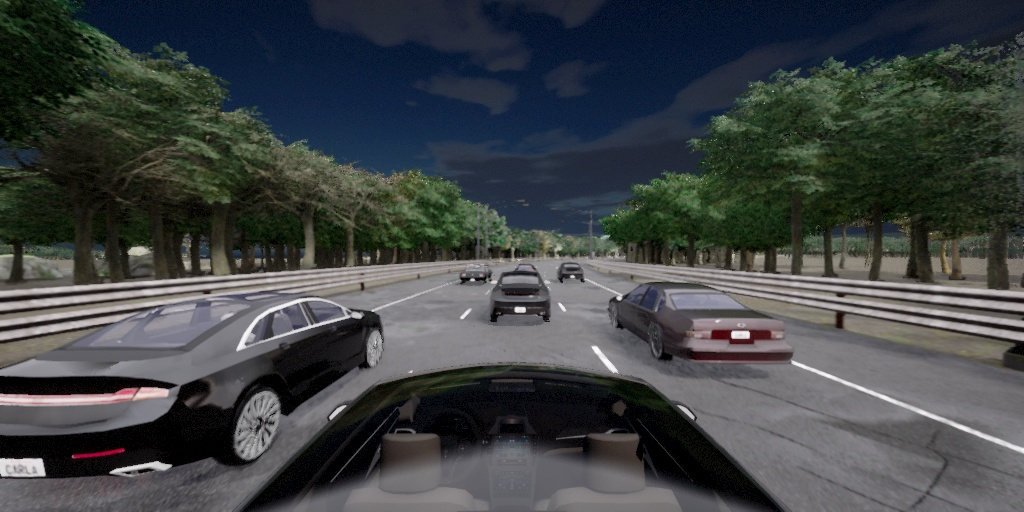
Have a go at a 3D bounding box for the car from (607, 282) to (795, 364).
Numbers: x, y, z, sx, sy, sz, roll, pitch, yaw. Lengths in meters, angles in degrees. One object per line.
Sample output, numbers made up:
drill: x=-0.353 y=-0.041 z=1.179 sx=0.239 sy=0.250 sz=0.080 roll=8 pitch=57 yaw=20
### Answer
car: x=3.684 y=1.302 z=8.217 sx=2.033 sy=1.411 sz=5.357 roll=0 pitch=0 yaw=1

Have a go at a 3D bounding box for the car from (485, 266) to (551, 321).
car: x=0.297 y=1.255 z=12.447 sx=1.837 sy=1.490 sz=4.892 roll=0 pitch=0 yaw=2

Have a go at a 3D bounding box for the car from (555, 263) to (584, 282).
car: x=4.589 y=1.258 z=28.581 sx=1.837 sy=1.490 sz=4.892 roll=0 pitch=0 yaw=4

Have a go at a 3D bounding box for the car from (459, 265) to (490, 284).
car: x=-2.558 y=1.346 z=26.753 sx=1.895 sy=1.301 sz=4.718 roll=0 pitch=0 yaw=4

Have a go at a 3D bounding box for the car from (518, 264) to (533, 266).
car: x=1.124 y=1.312 z=29.140 sx=1.994 sy=1.385 sz=4.181 roll=0 pitch=0 yaw=4

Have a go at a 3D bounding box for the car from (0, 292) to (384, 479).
car: x=-3.346 y=1.238 z=4.887 sx=2.128 sy=1.511 sz=4.902 roll=0 pitch=0 yaw=0
